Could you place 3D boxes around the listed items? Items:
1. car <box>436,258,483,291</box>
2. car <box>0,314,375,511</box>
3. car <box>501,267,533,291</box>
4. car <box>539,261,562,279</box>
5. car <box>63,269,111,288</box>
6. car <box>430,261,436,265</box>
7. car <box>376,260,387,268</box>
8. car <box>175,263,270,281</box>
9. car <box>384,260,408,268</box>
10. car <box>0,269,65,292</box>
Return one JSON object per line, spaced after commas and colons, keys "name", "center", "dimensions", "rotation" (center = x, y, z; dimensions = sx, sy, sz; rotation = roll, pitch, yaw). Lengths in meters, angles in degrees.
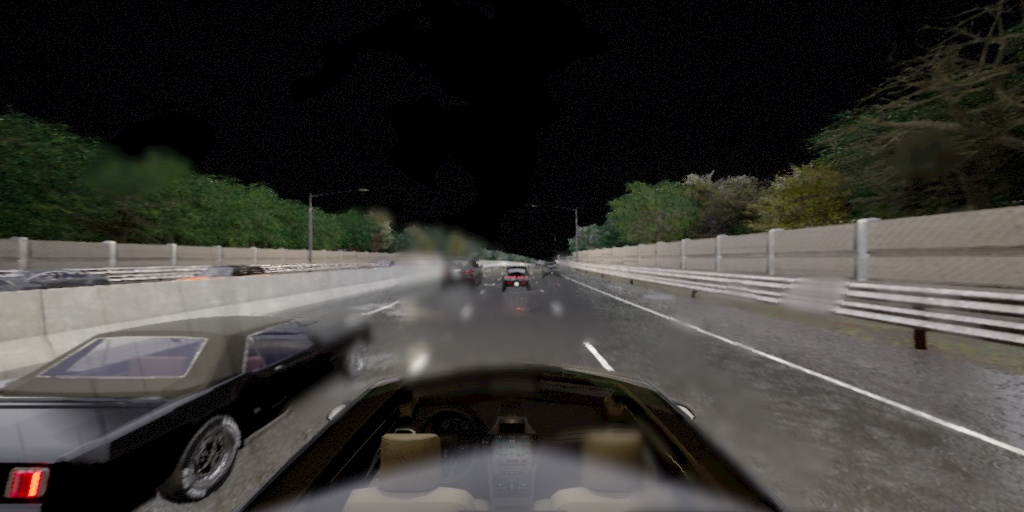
{"name": "car", "center": [-3.190, 1.159, 23.711], "dimensions": [2.150, 2.045, 5.566], "rotation": [0, 0, 1]}
{"name": "car", "center": [-3.392, 1.370, 4.362], "dimensions": [1.895, 1.301, 4.718], "rotation": [0, -1, 0]}
{"name": "car", "center": [0.313, 1.444, 23.671], "dimensions": [1.837, 1.490, 4.892], "rotation": [0, 0, 1]}
{"name": "car", "center": [4.029, 1.559, 36.682], "dimensions": [1.837, 1.490, 4.892], "rotation": [0, -1, 2]}
{"name": "car", "center": [-21.006, 1.348, 15.847], "dimensions": [2.128, 1.511, 4.902], "rotation": [0, -1, 1]}
{"name": "car", "center": [-12.593, 1.620, 60.180], "dimensions": [1.882, 1.535, 5.008], "rotation": [0, 0, 3]}
{"name": "car", "center": [-19.756, 1.481, 56.936], "dimensions": [2.097, 1.767, 4.553], "rotation": [0, 0, 3]}
{"name": "car", "center": [-13.984, 1.230, 17.498], "dimensions": [2.097, 1.767, 4.553], "rotation": [0, -1, 1]}
{"name": "car", "center": [-16.466, 1.706, 52.487], "dimensions": [1.895, 1.301, 4.718], "rotation": [0, 0, 3]}
{"name": "car", "center": [-17.558, 1.303, 10.684], "dimensions": [2.128, 1.511, 4.902], "rotation": [0, -1, 0]}
